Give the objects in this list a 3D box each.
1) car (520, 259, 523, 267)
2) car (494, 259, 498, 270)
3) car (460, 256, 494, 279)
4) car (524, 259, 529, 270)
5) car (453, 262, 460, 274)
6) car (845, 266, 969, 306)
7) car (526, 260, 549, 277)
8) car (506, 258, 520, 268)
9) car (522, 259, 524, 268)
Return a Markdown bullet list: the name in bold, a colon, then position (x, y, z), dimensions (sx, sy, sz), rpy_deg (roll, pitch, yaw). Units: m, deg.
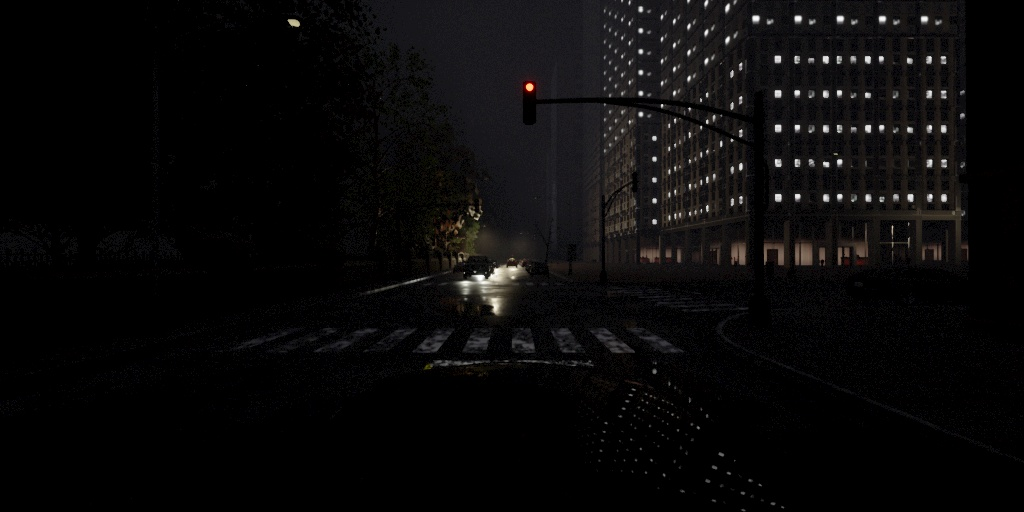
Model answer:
- **car**: position (2.687, 1.336, 63.778), dimensions (1.888, 1.381, 4.507), rpy_deg (0, 0, 0)
- **car**: position (-3.102, 1.261, 43.122), dimensions (2.128, 1.511, 4.902), rpy_deg (0, 0, 0)
- **car**: position (-3.103, 0.983, 32.821), dimensions (2.150, 2.045, 5.566), rpy_deg (0, 0, 0)
- **car**: position (2.687, 1.333, 41.248), dimensions (1.948, 1.339, 4.313), rpy_deg (0, 0, 0)
- **car**: position (-5.693, 1.350, 41.247), dimensions (1.802, 1.307, 4.207), rpy_deg (0, 0, 0)
- **car**: position (14.684, 1.026, 13.033), dimensions (4.313, 1.339, 1.948), rpy_deg (0, 0, 0)
- **car**: position (2.687, 1.329, 35.615), dimensions (1.948, 1.339, 4.313), rpy_deg (0, 0, 0)
- **car**: position (-0.003, 1.266, 62.068), dimensions (1.882, 1.535, 5.008), rpy_deg (0, 0, 0)
- **car**: position (2.687, 1.338, 46.880), dimensions (1.948, 1.339, 4.313), rpy_deg (0, 0, 0)
